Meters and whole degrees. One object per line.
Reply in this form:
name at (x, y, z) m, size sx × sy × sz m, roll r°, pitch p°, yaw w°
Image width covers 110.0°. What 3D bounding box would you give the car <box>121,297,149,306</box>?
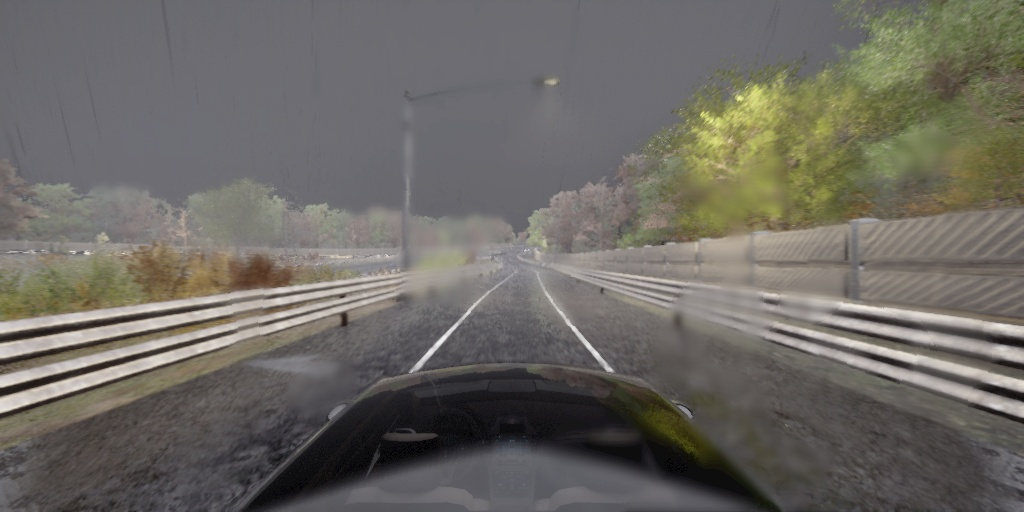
car at (-45.007, 5.900, 44.278) m, size 1.882 × 1.535 × 5.008 m, roll 1°, pitch 3°, yaw 17°
